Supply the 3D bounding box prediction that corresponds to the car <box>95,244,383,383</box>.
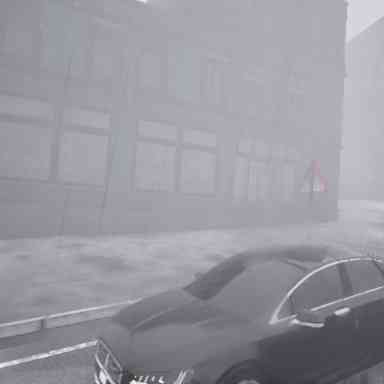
[{"bbox_3d":[1.241,1.524,4.406,4.892,1.490,1.837,0,-1,-31],"label":"car"}]
